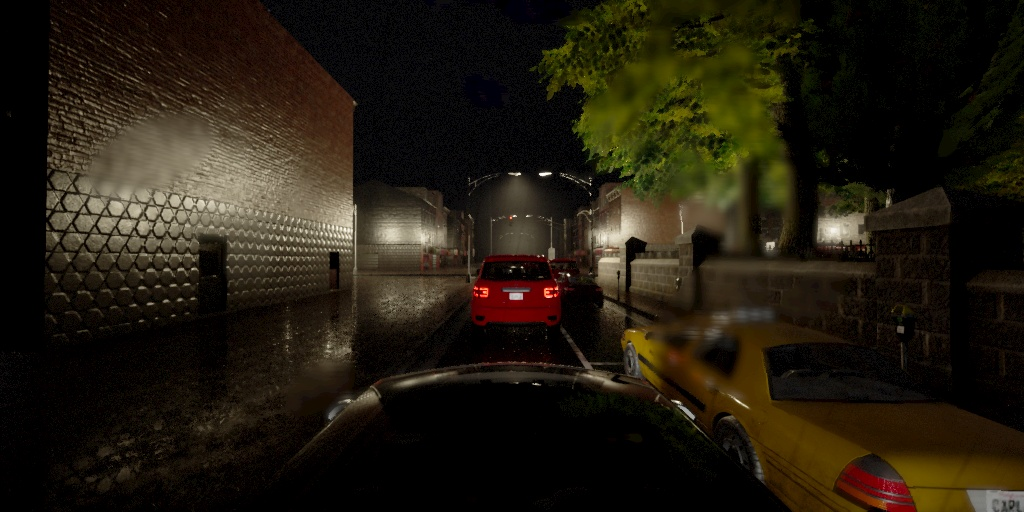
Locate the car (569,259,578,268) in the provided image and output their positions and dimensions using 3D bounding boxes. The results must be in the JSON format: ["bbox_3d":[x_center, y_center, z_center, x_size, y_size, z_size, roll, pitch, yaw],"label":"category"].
[{"bbox_3d":[2.631,1.078,20.377,2.192,1.841,5.009,0,0,0],"label":"car"}]

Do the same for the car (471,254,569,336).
[{"bbox_3d":[0.096,0.975,10.515,2.150,2.045,5.566,0,0,0],"label":"car"}]

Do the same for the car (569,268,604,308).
[{"bbox_3d":[2.633,1.339,14.928,1.802,1.307,4.207,0,0,0],"label":"car"}]

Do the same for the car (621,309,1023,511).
[{"bbox_3d":[2.637,1.276,4.200,1.751,1.417,4.829,0,0,0],"label":"car"}]
